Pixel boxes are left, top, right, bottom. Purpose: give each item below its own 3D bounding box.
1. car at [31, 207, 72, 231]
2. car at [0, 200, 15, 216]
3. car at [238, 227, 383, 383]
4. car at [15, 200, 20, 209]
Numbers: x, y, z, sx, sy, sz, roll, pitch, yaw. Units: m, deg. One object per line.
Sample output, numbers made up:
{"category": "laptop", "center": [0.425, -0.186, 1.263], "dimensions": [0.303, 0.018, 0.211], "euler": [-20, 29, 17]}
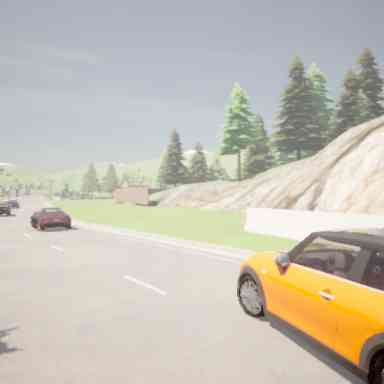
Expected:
{"category": "car", "center": [-9.543, 1.737, 22.393], "dimensions": [1.994, 1.385, 4.181], "euler": [-1, 0, -34]}
{"category": "car", "center": [-21.220, 1.872, 37.004], "dimensions": [1.882, 1.535, 5.008], "euler": [-1, 0, -25]}
{"category": "car", "center": [2.415, 1.300, 4.865], "dimensions": [2.097, 1.767, 4.553], "euler": [-1, 0, -18]}
{"category": "car", "center": [-30.352, 2.039, 56.460], "dimensions": [1.882, 1.535, 5.008], "euler": [-1, 0, -25]}
